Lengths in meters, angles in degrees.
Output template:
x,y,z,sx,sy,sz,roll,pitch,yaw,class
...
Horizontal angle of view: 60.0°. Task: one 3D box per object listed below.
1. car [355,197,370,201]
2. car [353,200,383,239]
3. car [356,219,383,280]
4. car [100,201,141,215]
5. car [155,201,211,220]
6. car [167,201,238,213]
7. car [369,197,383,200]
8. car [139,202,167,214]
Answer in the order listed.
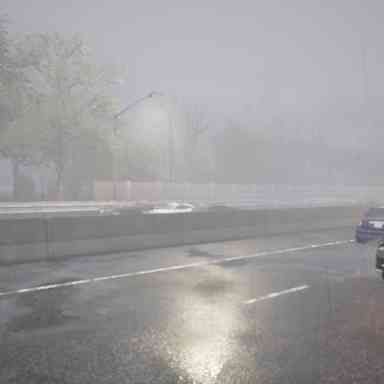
x,y,z,sx,sy,sz,roll,pitch,yaw,class
28.384,1.546,54.291,4.553,1.767,2.097,0,0,-35,car
9.231,1.397,14.643,4.553,1.767,2.097,0,0,-36,car
6.559,1.521,8.435,4.902,1.511,2.128,0,0,-35,car
-5.625,1.527,29.299,4.902,1.511,2.128,0,0,-38,car
-0.739,1.574,29.271,4.674,1.442,1.812,0,0,-36,car
1.067,1.544,21.960,4.892,1.490,1.837,0,0,-36,car
29.672,1.695,50.930,4.892,1.490,1.837,0,0,-35,car
-1.246,1.564,24.610,4.674,1.442,1.812,0,0,-36,car
